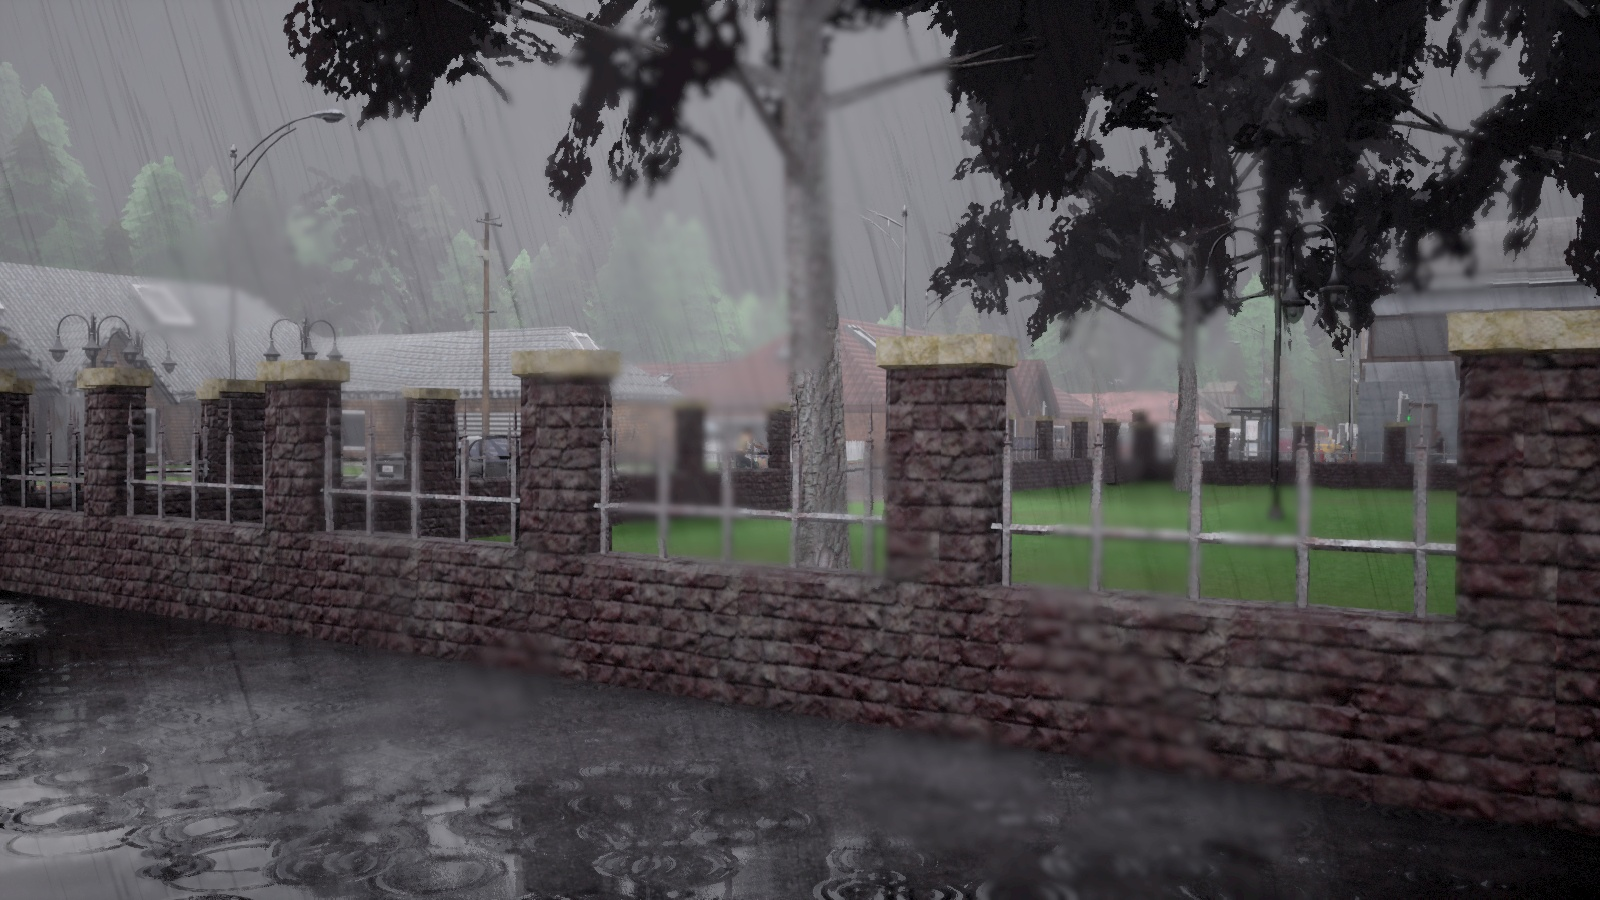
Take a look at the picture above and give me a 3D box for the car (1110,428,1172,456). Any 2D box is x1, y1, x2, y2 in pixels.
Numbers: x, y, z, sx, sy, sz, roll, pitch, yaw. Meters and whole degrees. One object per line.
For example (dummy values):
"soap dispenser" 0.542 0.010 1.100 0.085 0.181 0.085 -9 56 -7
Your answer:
"car" 19.229 -0.460 70.638 2.007 1.525 4.514 0 1 34

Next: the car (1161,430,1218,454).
"car" 24.409 -0.515 78.576 2.033 1.411 5.357 0 1 33

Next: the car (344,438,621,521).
"car" -6.040 0.496 24.689 2.033 1.411 5.357 0 1 32

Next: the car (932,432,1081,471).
"car" 8.026 0.037 49.031 5.357 1.411 2.033 -1 1 -8

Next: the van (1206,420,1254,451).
"van" 29.658 -0.996 86.589 2.069 2.038 4.480 0 1 33

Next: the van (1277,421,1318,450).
"van" 34.197 -1.003 86.217 1.775 1.987 4.442 0 1 33
